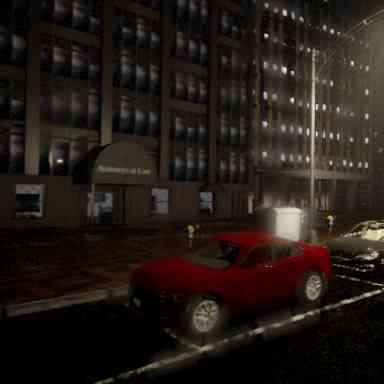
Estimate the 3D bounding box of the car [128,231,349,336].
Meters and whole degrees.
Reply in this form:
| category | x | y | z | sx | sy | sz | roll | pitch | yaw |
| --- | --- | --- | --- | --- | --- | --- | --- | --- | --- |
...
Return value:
| category | x | y | z | sx | sy | sz | roll | pitch | yaw |
| --- | --- | --- | --- | --- | --- | --- | --- | --- | --- |
| car | 0.945 | 1.537 | 6.691 | 4.507 | 1.381 | 1.887 | 0 | 1 | -35 |

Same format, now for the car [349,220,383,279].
| category | x | y | z | sx | sy | sz | roll | pitch | yaw |
| --- | --- | --- | --- | --- | --- | --- | --- | --- | --- |
| car | 5.666 | 1.537 | 9.871 | 4.403 | 1.369 | 2.008 | 0 | 1 | -34 |
